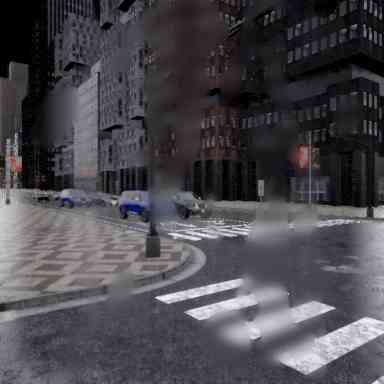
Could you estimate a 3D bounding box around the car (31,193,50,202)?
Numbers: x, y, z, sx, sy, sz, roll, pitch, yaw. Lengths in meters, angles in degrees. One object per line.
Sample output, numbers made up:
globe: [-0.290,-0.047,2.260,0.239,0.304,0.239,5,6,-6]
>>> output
car: [-23.210,0.841,51.048,1.895,1.301,4.718,0,1,-36]

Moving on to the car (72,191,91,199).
car: [-21.996,0.531,66.138,2.128,1.511,4.902,0,1,-36]

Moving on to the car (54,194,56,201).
car: [-20.597,0.757,52.982,2.128,1.511,4.902,0,1,-36]

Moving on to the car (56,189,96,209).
car: [-12.814,0.723,36.570,2.150,2.045,5.566,0,1,-36]

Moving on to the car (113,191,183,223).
car: [-3.265,0.954,23.416,2.150,2.045,5.566,0,1,-36]

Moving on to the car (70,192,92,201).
car: [-18.934,0.744,56.417,2.033,1.411,5.357,0,1,-36]

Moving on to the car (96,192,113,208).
car: [-9.826,0.996,37.989,2.128,1.511,4.902,0,1,-36]

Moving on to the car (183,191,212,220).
car: [-0.781,0.947,25.543,2.150,2.045,5.566,0,1,-34]

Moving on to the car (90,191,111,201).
car: [-15.831,0.683,57.649,1.882,1.535,5.008,0,1,-36]

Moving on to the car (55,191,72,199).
car: [-25.144,0.508,64.941,1.882,1.535,5.008,0,1,-36]
